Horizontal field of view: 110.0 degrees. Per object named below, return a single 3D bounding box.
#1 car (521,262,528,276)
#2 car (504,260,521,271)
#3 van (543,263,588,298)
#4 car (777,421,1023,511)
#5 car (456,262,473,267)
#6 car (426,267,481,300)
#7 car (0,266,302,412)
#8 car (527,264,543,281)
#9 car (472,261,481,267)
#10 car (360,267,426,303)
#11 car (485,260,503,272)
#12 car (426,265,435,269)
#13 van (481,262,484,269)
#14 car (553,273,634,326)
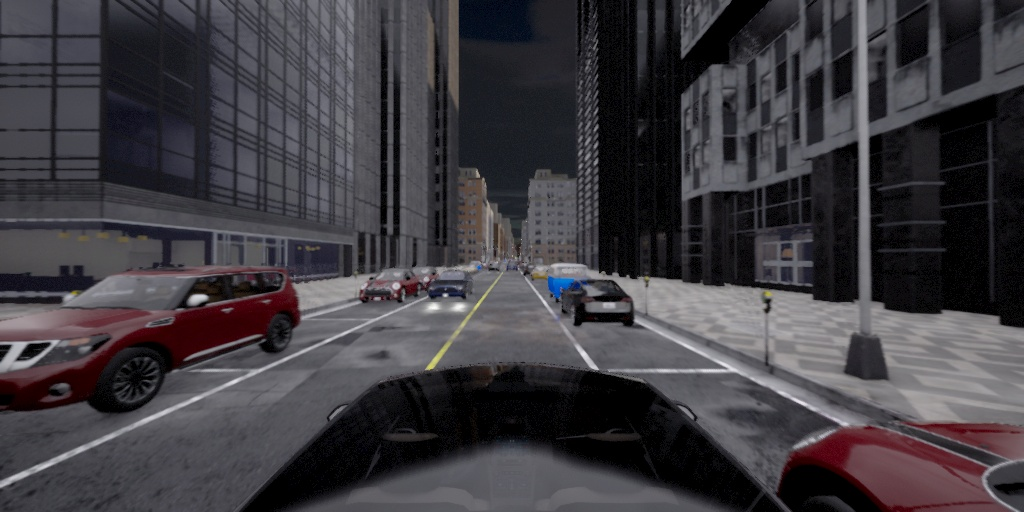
[{"bbox_3d":[2.366,1.775,45.234,1.812,1.442,4.674,0,-1,0],"label":"car"},{"bbox_3d":[0.025,1.832,65.041,2.097,1.767,4.553,0,-1,0],"label":"car"},{"bbox_3d":[2.674,1.257,17.569,1.690,1.789,3.998,0,0,0],"label":"van"},{"bbox_3d":[2.669,1.179,0.654,1.967,1.591,4.097,0,0,0],"label":"car"},{"bbox_3d":[-5.849,1.711,39.937,1.751,1.417,4.829,0,0,1],"label":"car"},{"bbox_3d":[-3.094,1.483,19.344,2.033,1.411,5.357,0,-1,0],"label":"car"},{"bbox_3d":[-5.855,1.111,6.309,2.192,1.841,5.009,0,0,0],"label":"car"},{"bbox_3d":[2.683,1.641,34.689,1.751,1.417,4.829,0,0,1],"label":"car"},{"bbox_3d":[-5.842,1.849,51.252,1.751,1.417,4.829,0,0,0],"label":"car"},{"bbox_3d":[-5.852,1.356,17.588,1.967,1.591,4.097,0,0,0],"label":"car"},{"bbox_3d":[-3.026,1.935,60.627,1.837,1.490,4.892,0,-1,1],"label":"car"},{"bbox_3d":[-5.850,1.420,23.226,1.967,1.591,4.097,0,0,0],"label":"car"},{"bbox_3d":[-5.840,1.731,57.064,1.690,1.789,3.998,0,0,0],"label":"van"},{"bbox_3d":[2.672,1.420,11.931,1.948,1.339,4.313,0,0,0],"label":"car"}]
